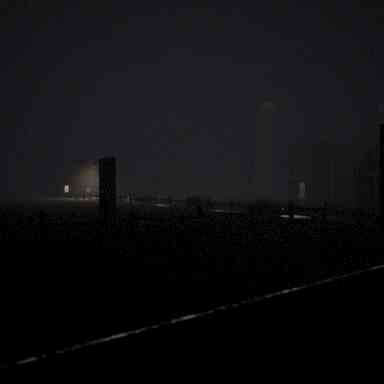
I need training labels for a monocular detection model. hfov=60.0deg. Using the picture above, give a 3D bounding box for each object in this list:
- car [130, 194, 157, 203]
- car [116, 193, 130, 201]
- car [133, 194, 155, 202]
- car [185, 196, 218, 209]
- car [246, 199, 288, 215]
[{"bbox_3d":[-7.332,1.079,52.641,2.128,1.511,4.902,0,1,-35],"label":"car"},{"bbox_3d":[-13.501,0.930,66.067,1.837,1.490,4.892,0,1,-36],"label":"car"},{"bbox_3d":[-8.644,1.109,59.336,1.895,1.301,4.718,0,1,-36],"label":"car"},{"bbox_3d":[1.145,1.206,40.807,1.882,1.535,5.008,0,1,-36],"label":"car"},{"bbox_3d":[7.255,1.390,32.306,1.994,1.385,4.181,0,1,-36],"label":"car"}]
